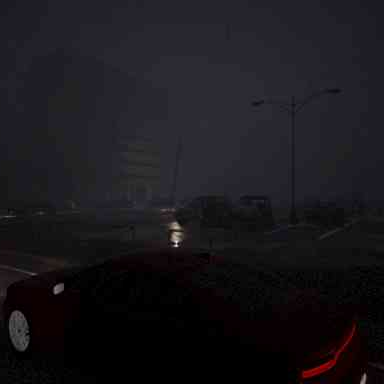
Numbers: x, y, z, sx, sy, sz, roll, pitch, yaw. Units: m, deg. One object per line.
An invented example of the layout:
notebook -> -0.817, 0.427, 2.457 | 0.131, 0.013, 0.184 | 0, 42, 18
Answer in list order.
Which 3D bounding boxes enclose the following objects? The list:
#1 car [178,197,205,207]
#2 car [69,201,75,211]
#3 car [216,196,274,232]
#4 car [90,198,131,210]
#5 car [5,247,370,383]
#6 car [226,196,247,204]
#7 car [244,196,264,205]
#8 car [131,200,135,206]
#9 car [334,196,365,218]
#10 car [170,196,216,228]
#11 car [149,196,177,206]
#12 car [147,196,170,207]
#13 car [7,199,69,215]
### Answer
car -> 0.001, 1.526, 50.600 | 1.812, 1.442, 4.674 | 0, 0, 34
car -> -16.166, 1.526, 39.426 | 1.812, 1.442, 4.674 | 0, 0, 34
car -> 3.321, 1.156, 19.057 | 1.905, 1.878, 3.866 | 0, 0, 34
car -> -10.372, 1.601, 41.800 | 1.895, 1.301, 4.718 | 0, 0, 34
car -> -0.520, 1.478, 4.360 | 5.008, 1.535, 1.882 | 0, 0, 35
car -> 8.545, 1.491, 63.352 | 2.128, 1.511, 4.902 | 0, 0, 34
car -> 11.509, 1.526, 61.496 | 1.812, 1.442, 4.674 | 0, 0, 34
car -> -10.505, 1.547, 47.882 | 2.033, 1.411, 5.357 | 0, 0, 33
car -> 15.344, 1.395, 32.012 | 1.970, 1.475, 3.806 | 0, 0, 34
car -> 0.953, 1.153, 20.722 | 1.932, 1.855, 4.605 | 0, 0, 34
car -> -4.797, 1.492, 56.319 | 2.128, 1.511, 4.902 | 0, 0, 34
car -> -4.698, 1.492, 50.230 | 2.128, 1.511, 4.902 | 0, 0, 34
car -> -15.715, 1.547, 33.838 | 2.033, 1.411, 5.357 | 0, 0, 34
